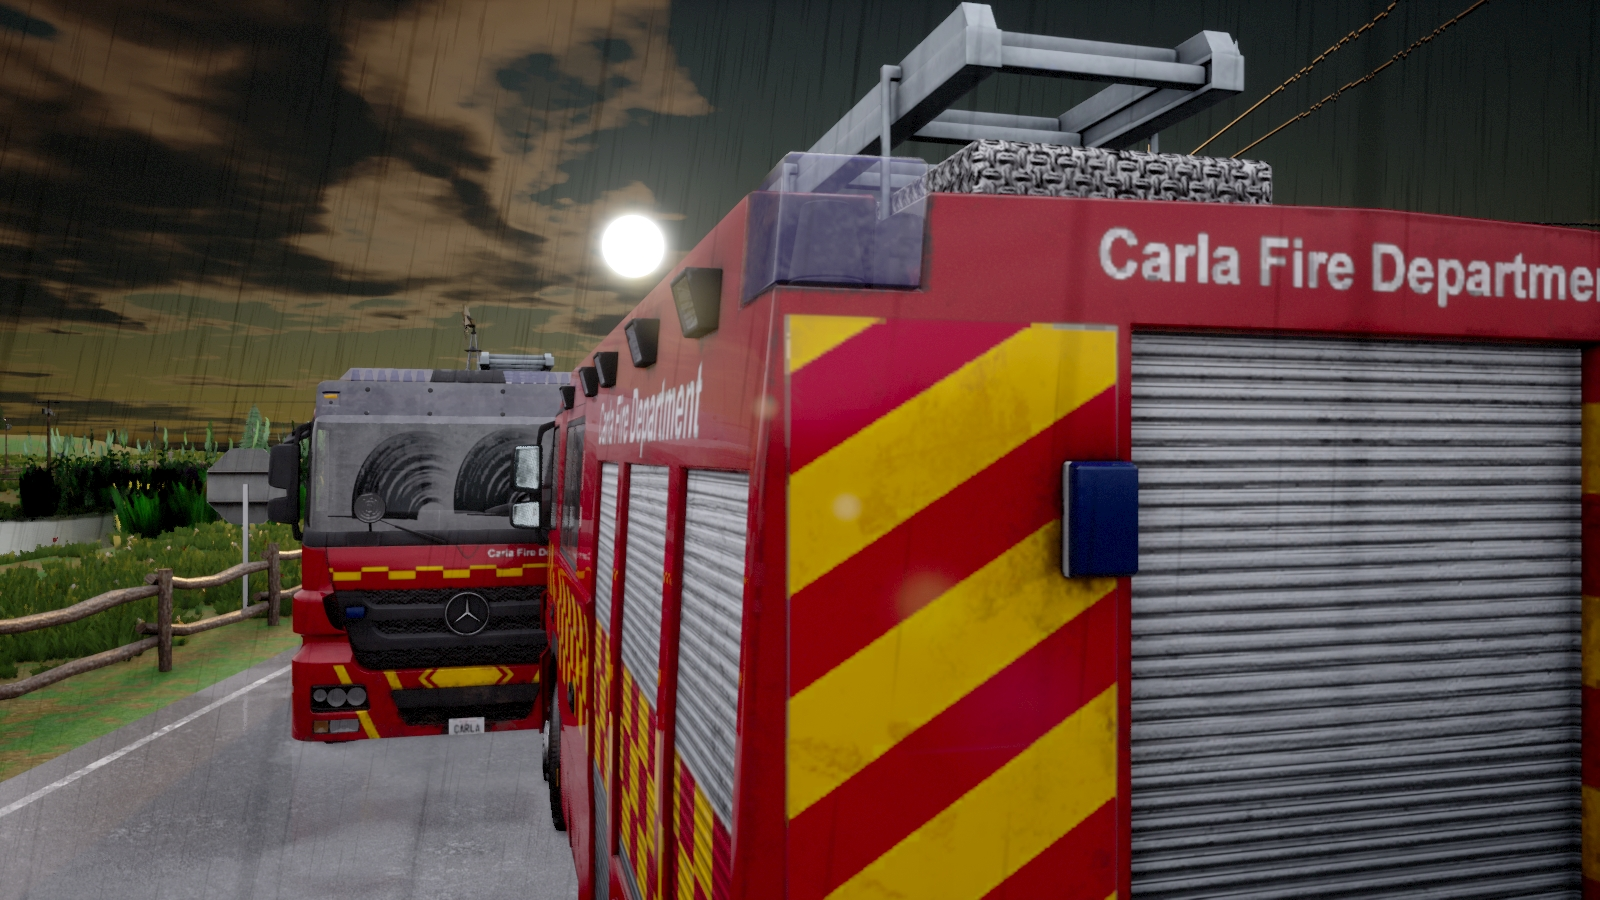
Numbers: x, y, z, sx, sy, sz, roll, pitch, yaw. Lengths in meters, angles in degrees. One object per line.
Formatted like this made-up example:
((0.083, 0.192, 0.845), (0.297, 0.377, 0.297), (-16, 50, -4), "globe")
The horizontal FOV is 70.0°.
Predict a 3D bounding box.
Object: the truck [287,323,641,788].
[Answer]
((-3.918, 0.862, 13.850), (2.891, 3.827, 8.468), (0, 0, -15), "truck")

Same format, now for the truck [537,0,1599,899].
((0.065, 0.867, 6.874), (2.891, 3.827, 8.468), (0, 0, -15), "truck")

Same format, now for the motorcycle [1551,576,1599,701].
((9.778, 2.142, 13.111), (1.805, 1.316, 0.856), (0, 0, -7), "motorcycle")

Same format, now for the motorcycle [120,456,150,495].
((-41.373, 1.577, 71.138), (0.803, 2.348, 2.033), (0, 0, -4), "motorcycle")
